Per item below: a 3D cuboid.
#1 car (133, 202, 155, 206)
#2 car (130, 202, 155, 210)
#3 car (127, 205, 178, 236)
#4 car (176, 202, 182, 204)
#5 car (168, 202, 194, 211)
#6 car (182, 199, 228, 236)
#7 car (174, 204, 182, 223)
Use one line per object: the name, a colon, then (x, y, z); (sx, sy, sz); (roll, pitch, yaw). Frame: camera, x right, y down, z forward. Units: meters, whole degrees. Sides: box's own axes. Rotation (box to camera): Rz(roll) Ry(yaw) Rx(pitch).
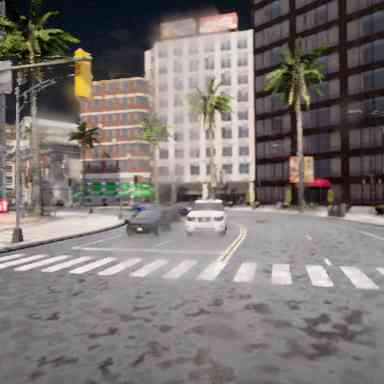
car: (-5.249, 2.090, 39.915); (1.882, 1.535, 5.008); (0, -1, -28)
car: (-8.958, 2.498, 60.299); (4.181, 1.385, 1.994); (-1, -1, 37)
car: (-2.471, 1.795, 20.694); (1.882, 1.535, 5.008); (-1, -1, 9)
car: (-1.400, 2.166, 39.968); (1.895, 1.301, 4.718); (0, -1, -25)
car: (-1.758, 2.315, 53.393); (1.994, 1.385, 4.181); (0, -1, -40)
car: (1.056, 1.492, 20.480); (2.150, 2.045, 5.566); (-1, -1, 8)
car: (-2.105, 2.040, 30.021); (1.895, 1.301, 4.718); (-1, -1, -8)
